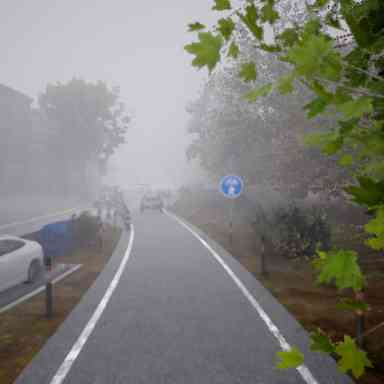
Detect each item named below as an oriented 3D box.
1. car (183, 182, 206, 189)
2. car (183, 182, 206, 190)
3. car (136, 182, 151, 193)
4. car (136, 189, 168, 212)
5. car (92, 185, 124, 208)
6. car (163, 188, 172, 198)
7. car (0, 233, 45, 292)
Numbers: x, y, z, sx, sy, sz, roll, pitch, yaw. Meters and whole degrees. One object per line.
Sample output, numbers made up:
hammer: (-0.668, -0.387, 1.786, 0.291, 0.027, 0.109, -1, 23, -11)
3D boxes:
car: (0.838, -1.660, 87.972, 5.566, 2.045, 2.435, 0, 1, -22)
car: (0.672, -1.713, 90.896, 5.566, 2.045, 2.435, 0, 1, -22)
car: (-8.301, -0.692, 57.447, 2.150, 2.045, 5.566, 0, 2, 0)
car: (-3.396, 0.836, 28.742, 2.128, 1.511, 4.902, 0, 3, -5)
car: (-8.160, 0.392, 32.882, 2.150, 2.045, 5.566, 0, 2, 0)
car: (-3.839, 0.137, 47.003, 1.895, 1.301, 4.718, 0, 3, -1)
car: (-5.209, 1.757, 7.787, 2.002, 1.452, 4.674, 2, 0, 3)
